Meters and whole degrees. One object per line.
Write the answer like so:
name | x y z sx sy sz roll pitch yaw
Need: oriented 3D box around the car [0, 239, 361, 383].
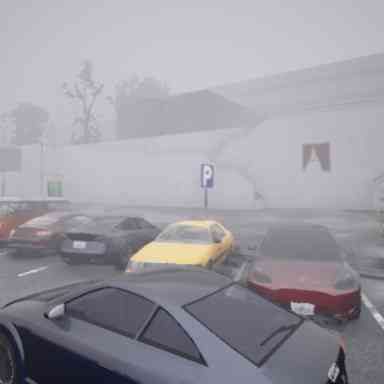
car | -0.526 1.561 3.754 4.181 1.385 1.994 0 0 36

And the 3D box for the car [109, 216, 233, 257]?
car | -0.027 1.475 9.292 1.946 1.575 5.366 1 -1 15

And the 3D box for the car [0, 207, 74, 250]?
car | -4.848 1.493 12.937 2.002 1.452 4.674 0 0 16

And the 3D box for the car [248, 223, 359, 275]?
car | 2.440 1.517 7.709 2.163 1.488 4.792 1 -1 16

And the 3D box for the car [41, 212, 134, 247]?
car | -2.411 1.502 11.236 2.163 1.488 4.792 0 -1 16

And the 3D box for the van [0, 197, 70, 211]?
van | -7.292 1.207 14.557 1.878 1.987 4.442 1 0 16
